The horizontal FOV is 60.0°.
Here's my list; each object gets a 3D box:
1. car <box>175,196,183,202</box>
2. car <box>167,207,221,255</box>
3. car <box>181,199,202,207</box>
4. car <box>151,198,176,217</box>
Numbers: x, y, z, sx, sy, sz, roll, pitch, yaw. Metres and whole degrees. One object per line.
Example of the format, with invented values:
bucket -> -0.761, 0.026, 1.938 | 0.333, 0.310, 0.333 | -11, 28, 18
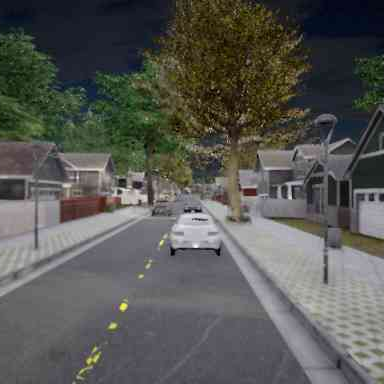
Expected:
car -> -2.823, 1.644, 72.872 | 1.994, 1.385, 4.181 | 0, 0, 0
car -> 0.125, 1.540, 13.338 | 1.812, 1.442, 4.674 | 0, 0, 0
car -> 0.077, 1.644, 34.921 | 1.895, 1.301, 4.718 | 0, 0, 0
car -> -2.851, 1.533, 32.315 | 1.837, 1.490, 4.892 | 0, 0, 0
